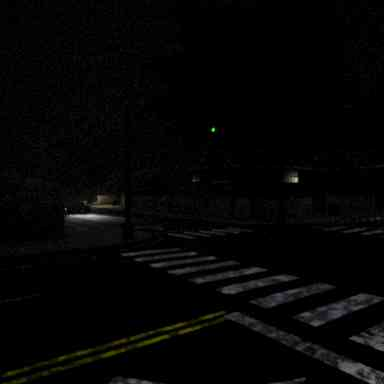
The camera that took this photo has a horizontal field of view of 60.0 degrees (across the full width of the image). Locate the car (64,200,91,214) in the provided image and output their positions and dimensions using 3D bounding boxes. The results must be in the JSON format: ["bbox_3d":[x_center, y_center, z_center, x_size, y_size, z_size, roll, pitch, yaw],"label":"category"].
[{"bbox_3d":[-13.029,1.805,38.187,1.895,1.301,4.718,-1,0,-30],"label":"car"}]

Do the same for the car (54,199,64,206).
[{"bbox_3d":[-21.500,1.929,54.459,2.033,1.411,5.357,-1,0,-25],"label":"car"}]
